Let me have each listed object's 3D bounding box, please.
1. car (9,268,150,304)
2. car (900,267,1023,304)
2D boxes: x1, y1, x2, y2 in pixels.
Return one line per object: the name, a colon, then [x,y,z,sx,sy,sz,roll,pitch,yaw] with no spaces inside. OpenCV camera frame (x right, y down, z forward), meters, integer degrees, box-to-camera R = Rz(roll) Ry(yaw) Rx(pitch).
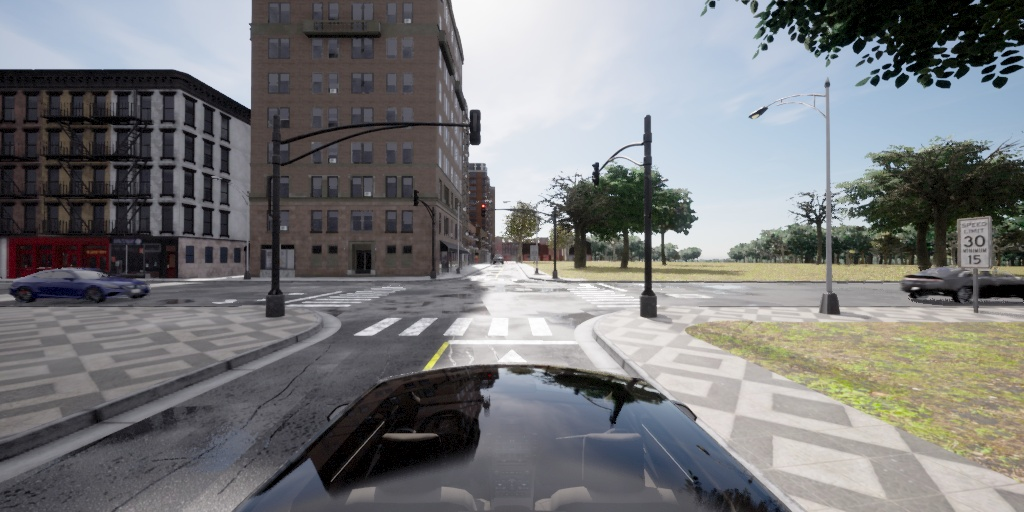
car: [-18.526,1.241,15.439,4.674,1.442,1.812,0,-1,0]
car: [19.828,1.217,15.463,4.902,1.511,2.128,0,-1,0]
